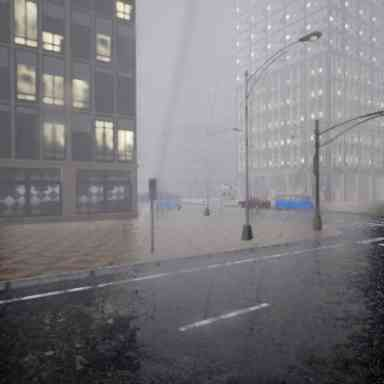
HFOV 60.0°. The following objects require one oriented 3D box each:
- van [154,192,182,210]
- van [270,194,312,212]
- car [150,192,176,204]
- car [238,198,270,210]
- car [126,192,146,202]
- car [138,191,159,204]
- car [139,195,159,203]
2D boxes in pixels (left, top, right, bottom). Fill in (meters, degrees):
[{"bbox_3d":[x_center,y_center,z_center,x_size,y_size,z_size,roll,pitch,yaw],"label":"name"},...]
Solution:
[{"bbox_3d":[-2.717,1.181,39.311,1.690,1.788,3.998,0,0,-34],"label":"van"},{"bbox_3d":[10.523,1.152,34.898,1.690,1.788,3.998,0,0,-34],"label":"van"},{"bbox_3d":[-5.089,0.994,57.769,2.192,1.841,5.009,0,0,-34],"label":"car"},{"bbox_3d":[7.345,1.330,39.435,1.887,1.381,4.507,0,0,-34],"label":"car"},{"bbox_3d":[-11.297,0.940,66.946,2.192,1.841,5.009,0,0,-34],"label":"car"},{"bbox_3d":[-6.769,0.931,55.498,2.150,2.045,5.566,-1,1,-34],"label":"car"},{"bbox_3d":[-8.193,1.197,62.359,1.887,1.381,4.507,0,0,-34],"label":"car"}]
